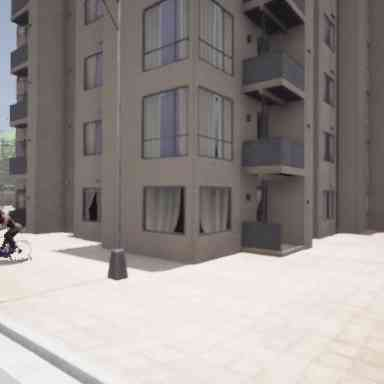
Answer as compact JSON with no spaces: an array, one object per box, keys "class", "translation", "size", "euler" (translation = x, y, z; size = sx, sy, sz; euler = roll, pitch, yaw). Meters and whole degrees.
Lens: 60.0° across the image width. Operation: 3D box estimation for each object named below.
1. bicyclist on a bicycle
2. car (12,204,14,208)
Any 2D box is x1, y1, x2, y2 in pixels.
[{"class":"bicyclist on a bicycle","translation":[-5.554,1.336,9.805],"size":[0.582,1.620,1.656],"euler":[0,-1,39]},{"class":"car","translation":[-21.501,1.702,44.469],"size":[1.812,1.442,4.674],"euler":[0,0,30]}]
